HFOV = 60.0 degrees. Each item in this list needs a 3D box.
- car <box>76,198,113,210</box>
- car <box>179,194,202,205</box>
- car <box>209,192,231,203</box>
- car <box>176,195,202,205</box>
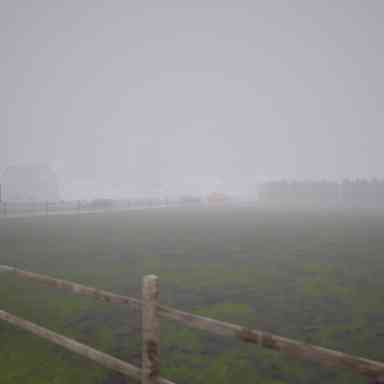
[{"bbox_3d":[-12.493,1.501,42.636,1.882,1.535,5.008,-1,0,35],"label":"car"},{"bbox_3d":[-0.224,1.261,55.358,2.097,1.767,4.553,-1,0,35],"label":"car"},{"bbox_3d":[5.305,1.082,63.496,2.150,2.045,5.566,-1,0,35],"label":"car"},{"bbox_3d":[-0.476,1.418,59.944,2.128,1.511,4.902,-1,0,35],"label":"car"}]
